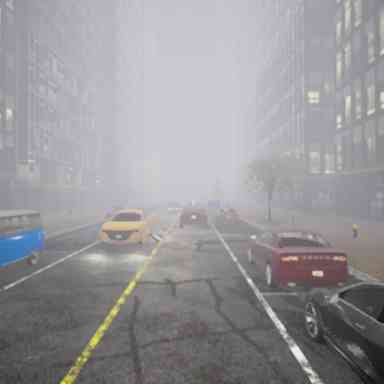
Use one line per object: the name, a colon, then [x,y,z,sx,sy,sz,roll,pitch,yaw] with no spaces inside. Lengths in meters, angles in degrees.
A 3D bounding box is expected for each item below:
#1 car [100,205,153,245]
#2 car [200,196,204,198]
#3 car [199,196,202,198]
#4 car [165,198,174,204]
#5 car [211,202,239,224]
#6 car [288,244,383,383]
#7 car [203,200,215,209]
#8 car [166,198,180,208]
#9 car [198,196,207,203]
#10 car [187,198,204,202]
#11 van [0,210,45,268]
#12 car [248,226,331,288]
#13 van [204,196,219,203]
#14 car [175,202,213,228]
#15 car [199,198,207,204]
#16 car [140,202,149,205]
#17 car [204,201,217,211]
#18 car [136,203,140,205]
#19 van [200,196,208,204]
car: [-3.093,1.622,16.512,1.882,1.535,5.008,0,0,0]
car: [2.716,2.011,60.792,1.752,1.417,4.829,0,0,0]
car: [2.721,2.116,72.017,2.008,1.369,4.403,0,0,0]
car: [-5.653,2.218,83.417,1.802,1.307,4.206,0,0,0]
car: [2.700,1.754,26.609,1.752,1.417,4.829,0,0,0]
car: [2.689,1.600,3.650,1.947,1.339,4.313,0,-1,0]
car: [2.713,2.025,54.925,1.802,1.307,4.206,0,0,0]
car: [-3.036,2.022,57.179,1.994,1.385,4.181,0,0,0]
car: [2.729,1.986,89.111,2.192,1.841,5.009,0,0,0]
car: [0.119,1.857,42.674,2.163,1.488,4.792,0,0,0]
van: [-5.689,1.424,9.355,1.690,1.788,3.998,0,-1,0]
car: [2.692,1.629,9.349,1.887,1.381,4.507,0,0,0]
van: [2.708,1.701,43.532,1.690,1.788,3.998,0,0,0]
car: [0.112,1.713,24.268,2.163,1.488,4.792,0,0,0]
car: [2.727,2.182,83.412,1.887,1.381,4.507,0,0,0]
car: [-5.675,1.867,37.838,2.008,1.369,4.403,0,0,0]
car: [2.711,1.984,49.228,1.802,1.307,4.206,0,0,0]
car: [-5.680,1.777,26.444,2.008,1.369,4.403,0,0,0]
van: [2.724,1.943,77.716,1.690,1.788,3.998,0,0,0]
